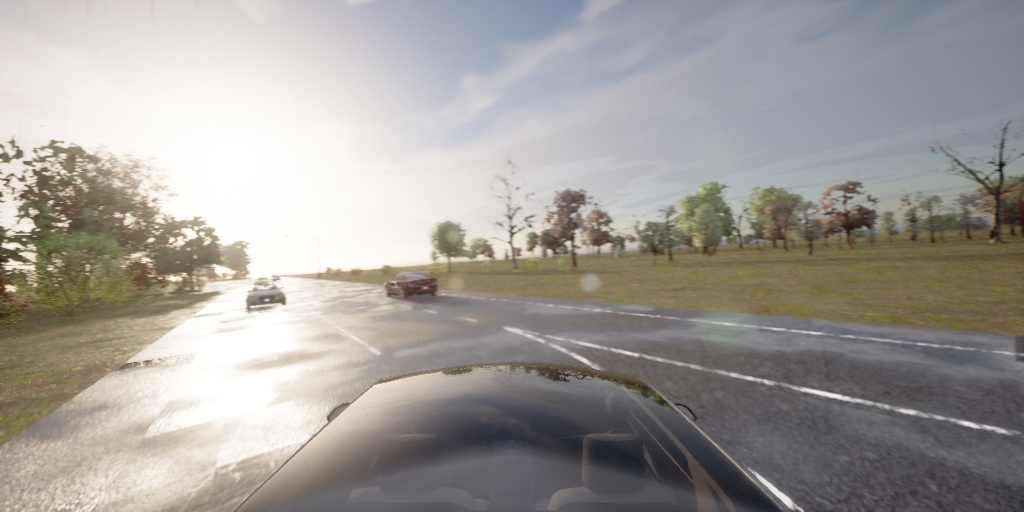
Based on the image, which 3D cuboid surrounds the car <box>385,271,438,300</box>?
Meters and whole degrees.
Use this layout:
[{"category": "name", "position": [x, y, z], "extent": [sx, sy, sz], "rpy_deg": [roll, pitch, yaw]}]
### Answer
[{"category": "car", "position": [-6.133, 1.689, 21.473], "extent": [1.882, 1.535, 5.008], "rpy_deg": [-4, 0, -36]}]

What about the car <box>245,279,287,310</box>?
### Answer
[{"category": "car", "position": [-15.181, 2.417, 22.113], "extent": [1.994, 1.385, 4.181], "rpy_deg": [-4, 0, -36]}]
